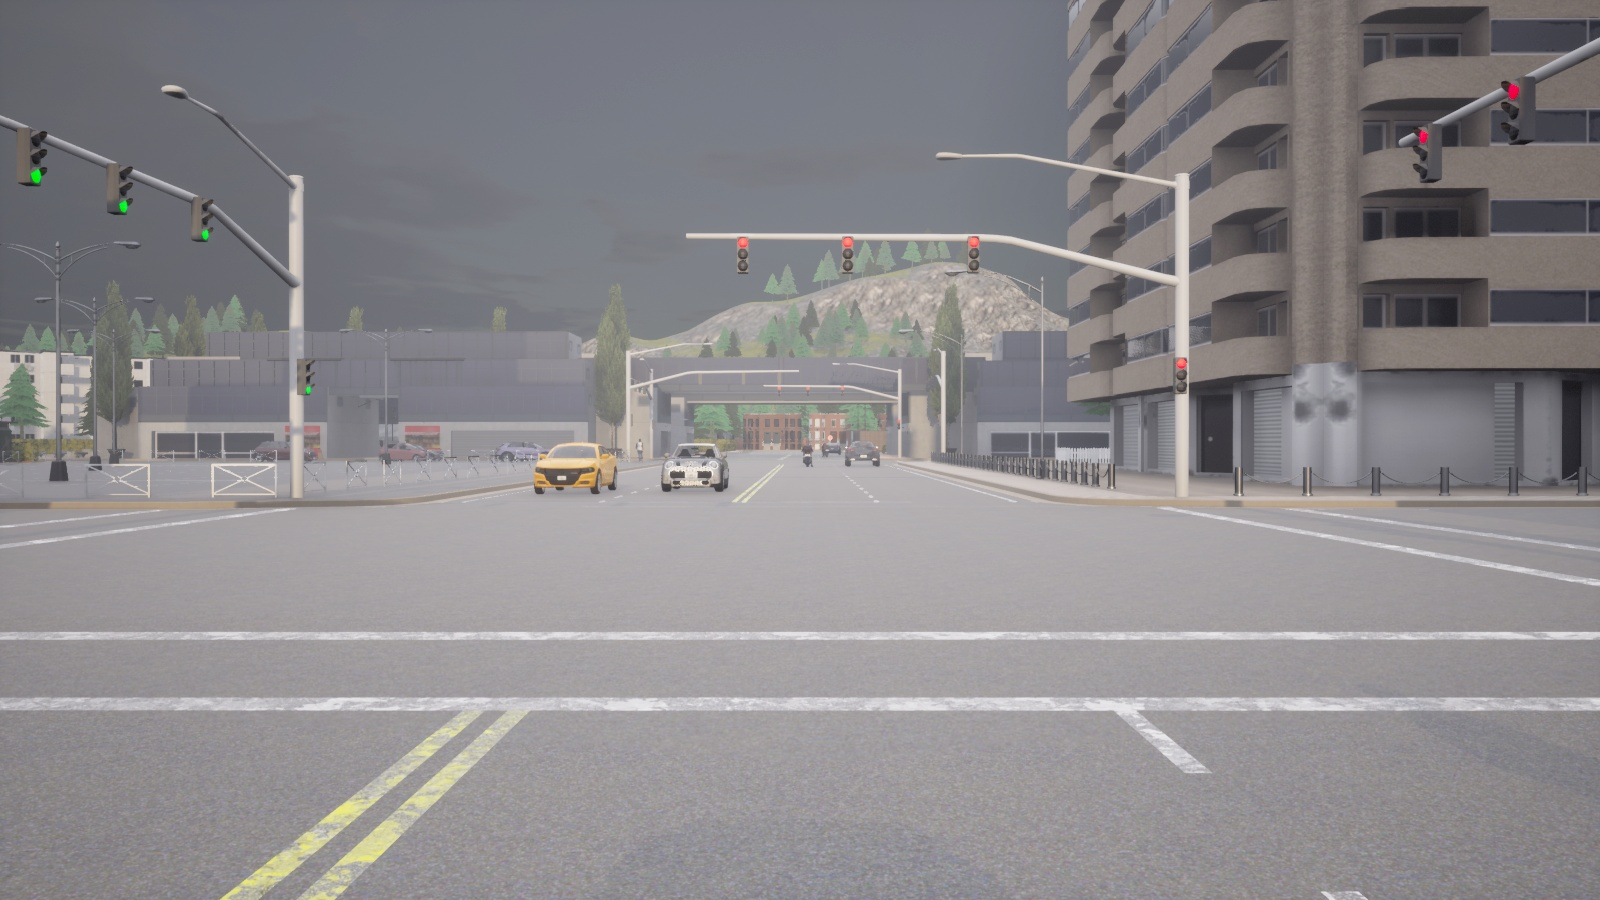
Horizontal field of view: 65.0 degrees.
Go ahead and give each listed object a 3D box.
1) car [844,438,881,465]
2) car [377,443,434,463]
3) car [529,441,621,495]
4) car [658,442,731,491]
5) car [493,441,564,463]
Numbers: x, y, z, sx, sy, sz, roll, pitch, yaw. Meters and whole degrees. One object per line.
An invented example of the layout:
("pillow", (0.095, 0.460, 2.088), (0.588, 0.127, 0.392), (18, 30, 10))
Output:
("car", (3.982, 0.073, 80.615), (2.152, 1.651, 5.027), (0, 0, 0))
("car", (-29.372, 0.206, 93.624), (3.633, 1.501, 1.845), (0, 0, 2))
("car", (-6.764, 0.503, 38.227), (1.882, 1.535, 5.008), (0, 0, 0))
("car", (-3.257, 0.486, 39.460), (1.970, 1.475, 3.806), (0, 0, 0))
("car", (-20.163, 0.133, 93.345), (4.856, 1.649, 2.033), (0, 0, 1))
